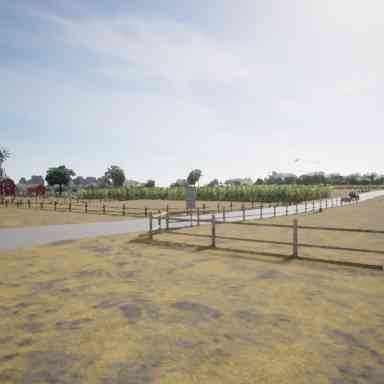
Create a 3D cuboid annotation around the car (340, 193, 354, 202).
[{"bbox_3d":[39.485,1.646,85.283,1.882,1.535,5.008,-2,0,36],"label":"car"}]
